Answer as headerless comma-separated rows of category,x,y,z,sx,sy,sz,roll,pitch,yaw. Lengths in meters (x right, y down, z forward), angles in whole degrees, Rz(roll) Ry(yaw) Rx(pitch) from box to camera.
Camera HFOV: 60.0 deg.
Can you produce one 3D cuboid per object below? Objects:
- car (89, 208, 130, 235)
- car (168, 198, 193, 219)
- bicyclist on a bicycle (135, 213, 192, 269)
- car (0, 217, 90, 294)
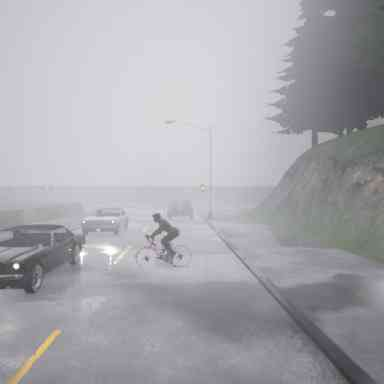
car,-4.796,1.600,18.899,1.895,1.301,4.718,0,0,-2
car,-1.023,1.352,29.343,2.097,1.767,4.553,0,0,-2
bicyclist on a bicycle,-0.843,1.445,9.707,1.656,1.620,0.582,-2,0,-2
car,-4.401,1.601,8.908,1.895,1.301,4.718,0,0,-2
